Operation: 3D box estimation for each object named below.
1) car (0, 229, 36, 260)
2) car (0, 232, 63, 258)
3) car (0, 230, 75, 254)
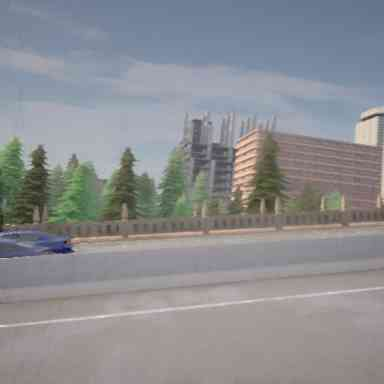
[{"bbox_3d":[-10.942,2.865,17.918,4.181,1.385,1.994,-2,-3,-12],"label":"car"},{"bbox_3d":[-7.236,2.380,11.569,4.674,1.442,1.812,-2,-3,-12],"label":"car"},{"bbox_3d":[-7.959,2.524,14.990,5.008,1.535,1.882,-2,-3,-12],"label":"car"}]
